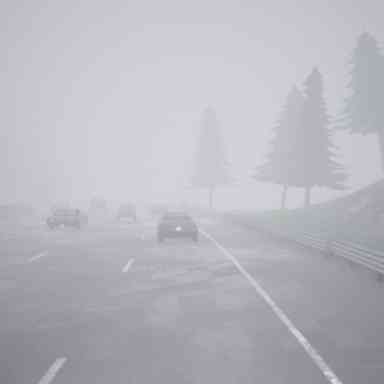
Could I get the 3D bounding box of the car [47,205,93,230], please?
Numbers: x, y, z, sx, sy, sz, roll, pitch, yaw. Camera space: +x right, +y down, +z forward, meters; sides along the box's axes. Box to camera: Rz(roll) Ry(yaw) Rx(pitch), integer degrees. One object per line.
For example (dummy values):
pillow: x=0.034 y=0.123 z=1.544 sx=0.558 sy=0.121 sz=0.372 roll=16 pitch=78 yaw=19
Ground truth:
car: x=-8.411 y=1.823 z=22.972 sx=1.895 sy=1.301 sz=4.718 roll=0 pitch=-1 yaw=-8

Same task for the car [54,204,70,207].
car: x=-14.655 y=1.966 z=37.738 sx=1.895 sy=1.301 sz=4.718 roll=0 pitch=-1 yaw=-13

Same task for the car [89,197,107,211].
car: x=-13.357 y=1.670 z=47.209 sx=2.150 sy=2.045 sz=5.566 roll=0 pitch=0 yaw=-16

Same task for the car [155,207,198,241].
car: x=-0.838 y=1.726 z=17.738 sx=1.994 sy=1.385 sz=4.181 roll=0 pitch=0 yaw=-6

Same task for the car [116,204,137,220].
car: x=-6.228 y=1.843 z=31.608 sx=2.033 sy=1.411 sz=5.357 roll=0 pitch=-1 yaw=-11

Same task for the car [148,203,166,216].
car: x=-3.894 y=1.947 z=37.714 sx=1.895 sy=1.301 sz=4.718 roll=0 pitch=-1 yaw=-12
